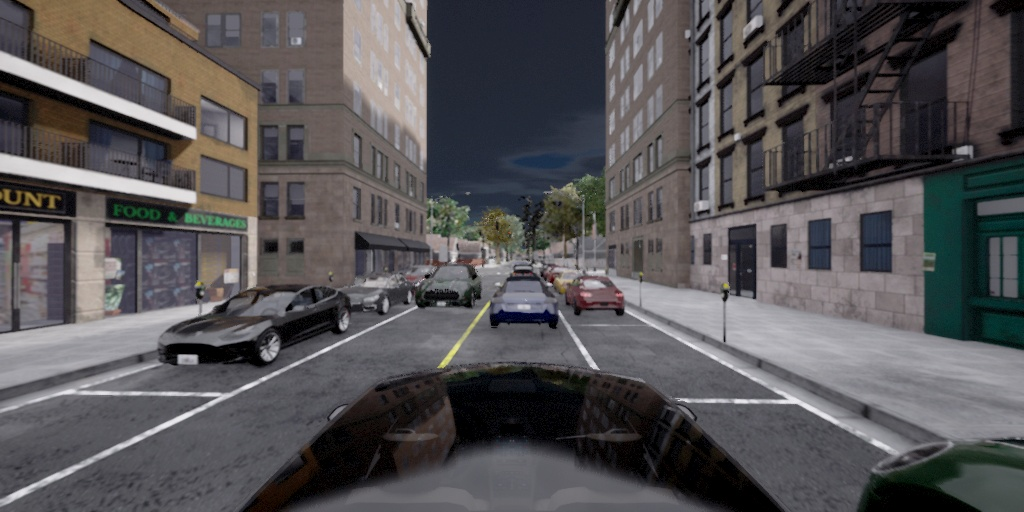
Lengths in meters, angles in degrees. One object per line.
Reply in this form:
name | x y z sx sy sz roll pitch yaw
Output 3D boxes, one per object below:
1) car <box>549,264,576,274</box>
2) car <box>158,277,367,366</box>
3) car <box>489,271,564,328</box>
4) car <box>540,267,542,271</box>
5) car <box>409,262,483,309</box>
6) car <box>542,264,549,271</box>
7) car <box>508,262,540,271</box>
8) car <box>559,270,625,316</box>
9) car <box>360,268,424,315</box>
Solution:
car | 3.135 1.323 18.995 1.751 1.417 4.829 0 0 2
car | -5.234 1.327 8.040 1.948 1.339 4.313 0 0 2
car | 0.370 1.339 11.594 1.994 1.385 4.181 0 0 1
car | 3.473 1.415 29.856 1.802 1.307 4.207 0 0 2
car | -2.474 1.135 15.097 2.097 1.767 4.553 0 0 2
car | 3.302 1.360 24.341 1.888 1.381 4.507 0 0 2
car | 0.784 1.319 25.033 1.837 1.490 4.892 0 0 2
car | 2.959 1.364 13.310 1.802 1.307 4.207 0 0 2
car | -5.063 1.327 13.556 2.007 1.370 4.403 0 0 2
